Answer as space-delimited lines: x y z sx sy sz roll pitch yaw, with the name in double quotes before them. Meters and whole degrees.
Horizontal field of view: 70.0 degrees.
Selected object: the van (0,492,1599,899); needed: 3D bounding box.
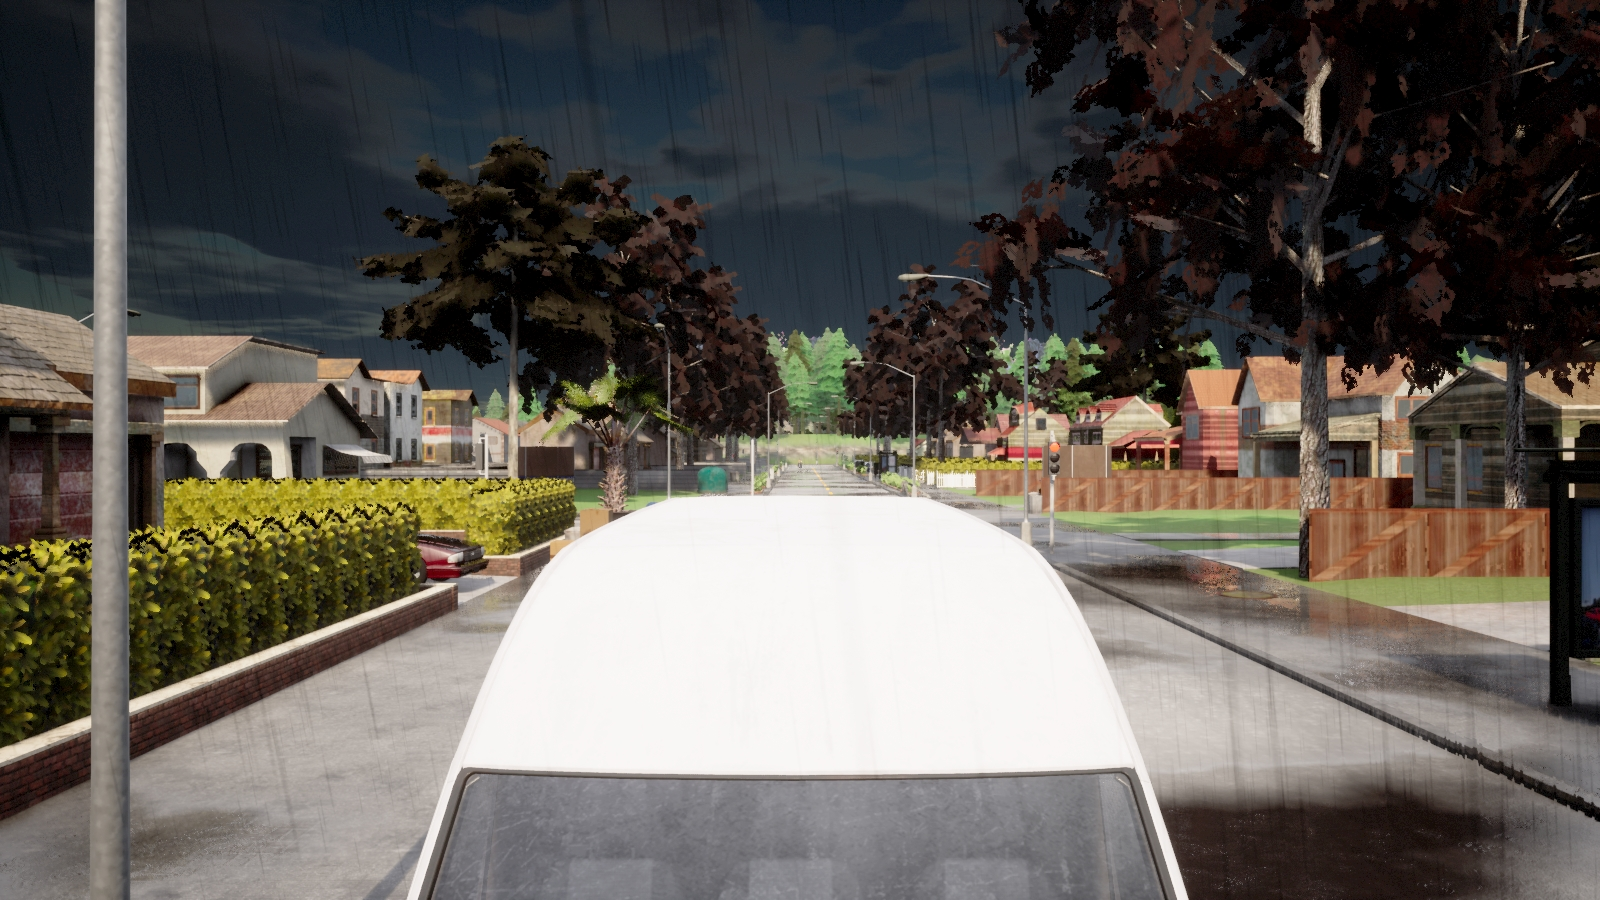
"van" 0.002 1.537 4.030 1.988 2.561 5.915 0 0 0
